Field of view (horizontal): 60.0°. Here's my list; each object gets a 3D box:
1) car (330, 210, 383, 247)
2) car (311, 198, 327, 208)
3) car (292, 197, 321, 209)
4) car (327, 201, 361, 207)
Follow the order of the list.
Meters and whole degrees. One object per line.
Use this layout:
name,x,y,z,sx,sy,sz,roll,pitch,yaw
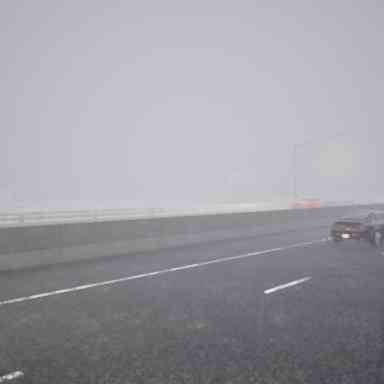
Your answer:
car,8.372,1.622,15.784,4.892,1.490,1.837,0,-1,-41
car,17.700,1.886,42.709,4.892,1.490,1.837,1,-2,-41
car,16.083,1.678,45.945,5.566,2.045,2.150,0,-1,-41
car,18.204,1.799,38.523,4.902,1.511,2.128,0,-1,-41
